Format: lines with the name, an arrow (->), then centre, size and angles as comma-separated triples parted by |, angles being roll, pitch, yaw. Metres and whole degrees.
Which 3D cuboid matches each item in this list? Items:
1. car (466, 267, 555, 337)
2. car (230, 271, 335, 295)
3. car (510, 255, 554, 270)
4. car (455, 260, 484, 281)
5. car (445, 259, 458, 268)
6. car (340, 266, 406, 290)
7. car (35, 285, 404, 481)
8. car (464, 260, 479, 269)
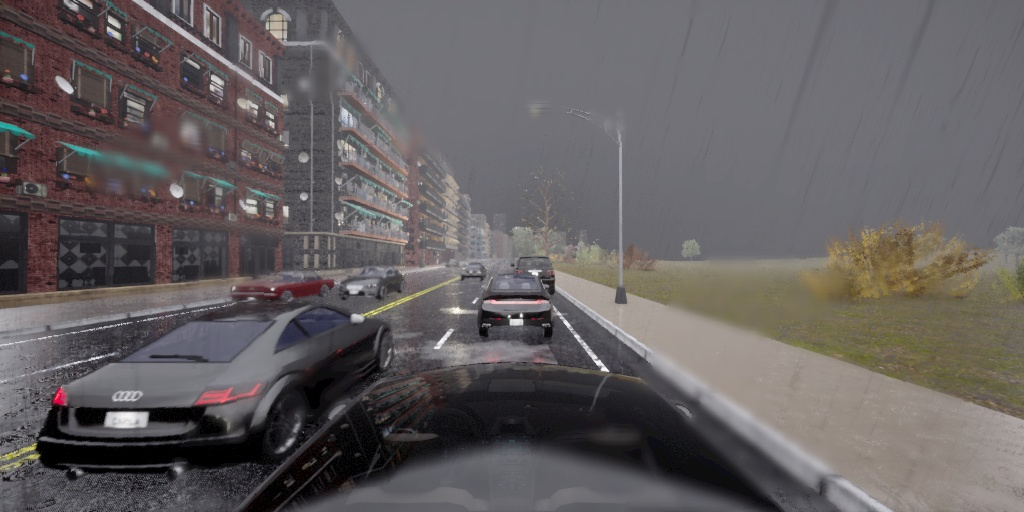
car -> 0.092, 1.243, 10.303 | 2.128, 1.511, 4.902 | 0, 0, 0
car -> -9.861, 1.353, 15.830 | 1.895, 1.301, 4.718 | 0, 0, 0
car -> 1.120, 0.977, 20.174 | 2.150, 2.045, 5.566 | 0, 0, 0
car -> -3.174, 1.300, 30.406 | 2.033, 1.411, 5.357 | 0, 0, 0
car -> -9.885, 1.256, 59.327 | 1.837, 1.490, 4.892 | 0, 0, 0
car -> -6.615, 1.243, 17.449 | 2.128, 1.511, 4.902 | 0, 0, 0
car -> -3.155, 1.314, 4.941 | 1.994, 1.385, 4.181 | 0, 0, 0
car -> -6.636, 1.351, 59.404 | 1.895, 1.301, 4.718 | 0, 0, 0
